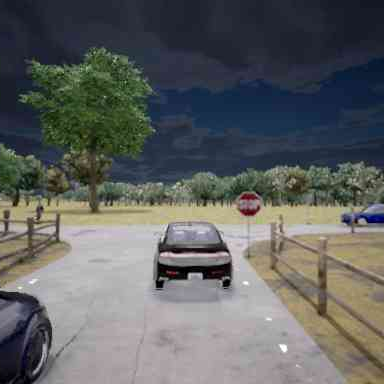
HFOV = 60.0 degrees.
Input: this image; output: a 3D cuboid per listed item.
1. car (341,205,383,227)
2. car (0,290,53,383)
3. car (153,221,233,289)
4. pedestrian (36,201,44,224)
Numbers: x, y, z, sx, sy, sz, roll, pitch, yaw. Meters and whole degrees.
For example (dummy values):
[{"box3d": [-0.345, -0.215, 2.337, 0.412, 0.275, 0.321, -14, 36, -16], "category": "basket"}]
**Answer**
[{"box3d": [13.090, 1.652, 23.376, 5.008, 1.535, 1.882, 0, -2, 0], "category": "car"}, {"box3d": [-2.812, 1.586, 2.655, 1.994, 1.385, 4.181, 0, 0, 0], "category": "car"}, {"box3d": [-0.054, 1.576, 9.422, 2.128, 1.511, 4.902, 0, 0, -3], "category": "car"}, {"box3d": [-12.147, 1.623, 26.421, 0.375, 1.860, 0.375, 0, -2, 0], "category": "pedestrian"}]
